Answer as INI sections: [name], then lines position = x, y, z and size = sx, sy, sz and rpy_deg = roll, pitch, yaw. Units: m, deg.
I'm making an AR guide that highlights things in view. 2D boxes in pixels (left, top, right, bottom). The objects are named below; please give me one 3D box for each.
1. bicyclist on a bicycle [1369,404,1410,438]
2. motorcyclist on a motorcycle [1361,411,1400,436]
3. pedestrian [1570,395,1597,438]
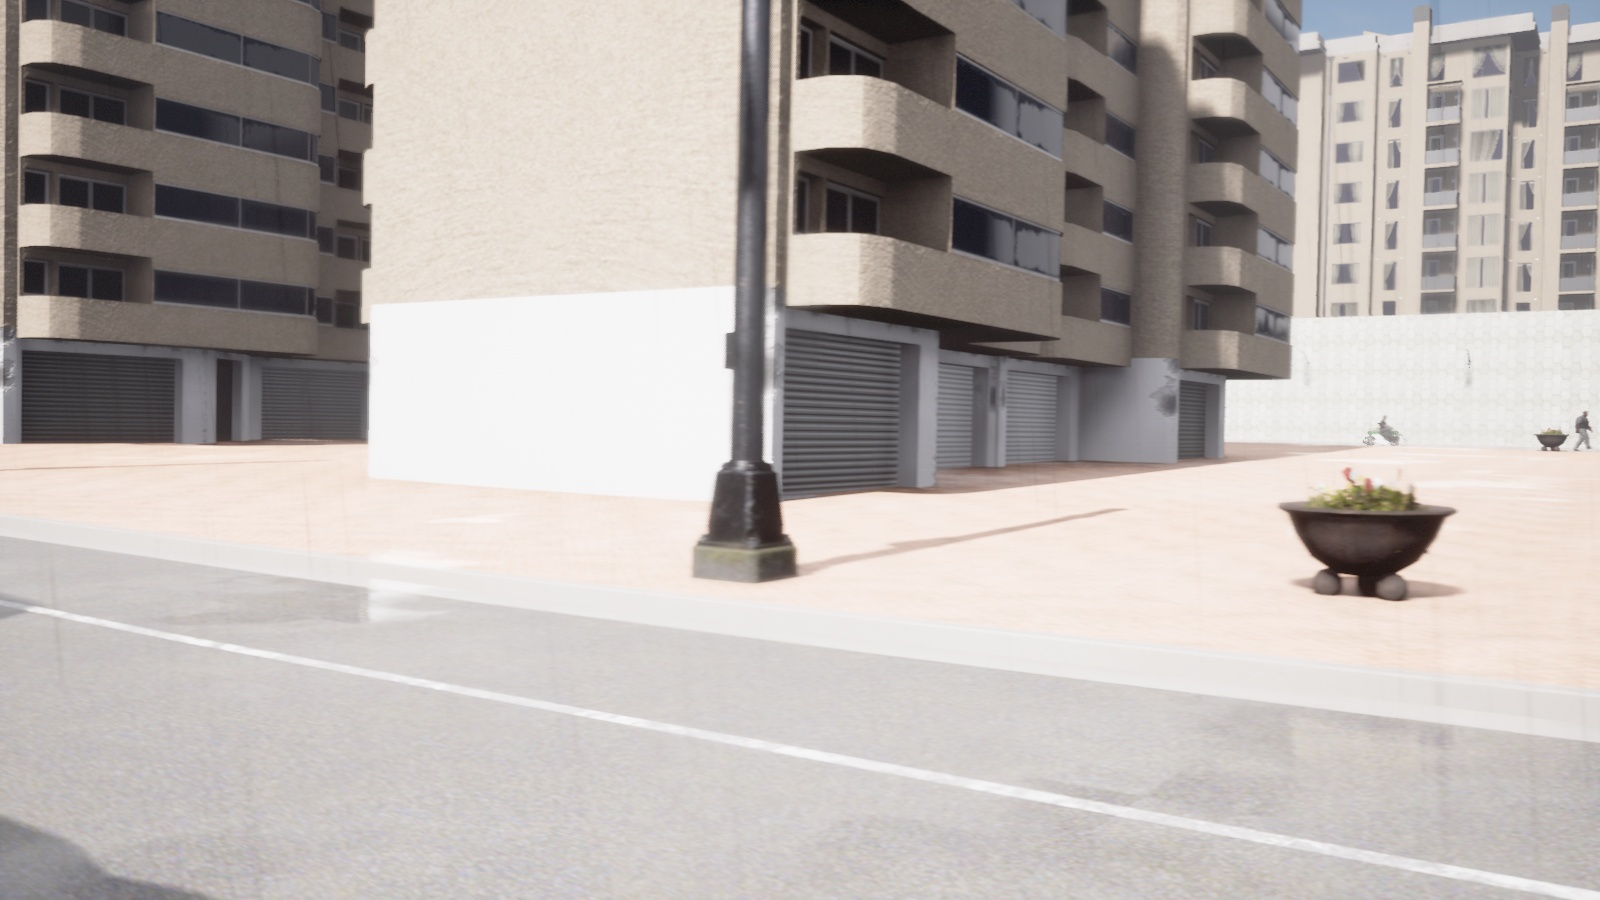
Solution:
[bicyclist on a bicycle]
position = 30.903, -1.504, 65.802
size = 1.843, 1.776, 0.659
rpy_deg = 1, 1, 35
[motorcyclist on a motorcycle]
position = 35.018, -1.595, 75.747
size = 2.044, 1.523, 0.797
rpy_deg = 1, 2, 35
[pedestrian]
position = 34.819, -1.490, 55.805
size = 0.563, 1.883, 0.849
rpy_deg = 0, 1, -27
